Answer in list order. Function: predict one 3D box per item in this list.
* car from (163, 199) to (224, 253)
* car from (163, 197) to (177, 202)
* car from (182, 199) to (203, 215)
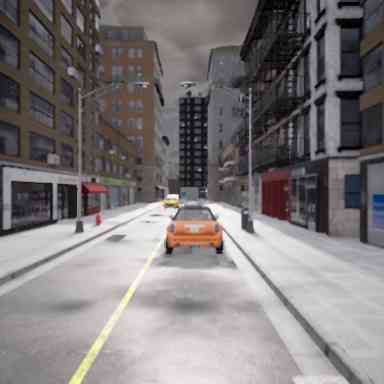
[{"bbox_3d":[0.090,1.340,13.734,2.097,1.767,4.553,0,0,0],"label":"car"},{"bbox_3d":[-2.833,1.435,45.546,1.882,1.535,5.008,0,0,0],"label":"car"},{"bbox_3d":[0.083,1.514,34.958,2.033,1.411,5.357,0,0,0],"label":"car"}]
